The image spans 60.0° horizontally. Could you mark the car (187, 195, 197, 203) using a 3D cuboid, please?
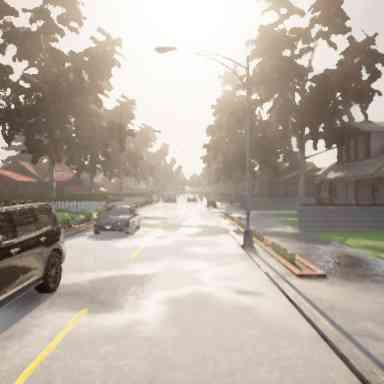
[{"bbox_3d":[-0.037,1.464,67.110,1.994,1.385,4.181,0,0,0],"label":"car"}]

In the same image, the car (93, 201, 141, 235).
[{"bbox_3d":[-4.062,1.480,18.587,1.837,1.490,4.892,0,0,0],"label":"car"}]

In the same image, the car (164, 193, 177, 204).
[{"bbox_3d":[-4.043,1.224,62.661,2.150,2.045,5.566,0,1,0],"label":"car"}]

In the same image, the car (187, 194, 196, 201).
[{"bbox_3d":[-0.043,1.274,77.146,1.994,1.385,4.181,0,0,0],"label":"car"}]

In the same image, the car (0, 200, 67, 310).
[{"bbox_3d":[-4.101,1.210,5.857,2.150,2.045,5.566,0,1,0],"label":"car"}]

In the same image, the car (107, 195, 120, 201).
[{"bbox_3d":[-16.674,1.237,63.974,5.357,1.415,2.033,0,0,0],"label":"car"}]
